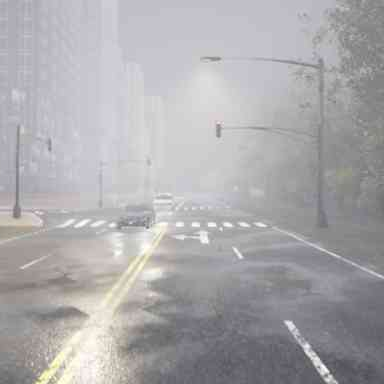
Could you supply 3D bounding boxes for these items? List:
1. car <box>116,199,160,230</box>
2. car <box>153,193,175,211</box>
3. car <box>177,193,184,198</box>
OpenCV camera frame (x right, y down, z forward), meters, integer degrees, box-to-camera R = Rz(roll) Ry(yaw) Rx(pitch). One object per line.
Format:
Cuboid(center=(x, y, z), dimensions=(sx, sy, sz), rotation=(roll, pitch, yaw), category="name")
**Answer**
Cuboid(center=(-3.245, 1.382, 20.020), dimensions=(1.837, 1.490, 4.892), rotation=(0, 0, 0), category="car")
Cuboid(center=(-3.233, 1.211, 39.049), dimensions=(2.150, 2.045, 5.566), rotation=(1, 3, 0), category="car")
Cuboid(center=(-3.233, 0.852, 93.250), dimensions=(1.994, 1.385, 4.181), rotation=(0, 0, 0), category="car")
